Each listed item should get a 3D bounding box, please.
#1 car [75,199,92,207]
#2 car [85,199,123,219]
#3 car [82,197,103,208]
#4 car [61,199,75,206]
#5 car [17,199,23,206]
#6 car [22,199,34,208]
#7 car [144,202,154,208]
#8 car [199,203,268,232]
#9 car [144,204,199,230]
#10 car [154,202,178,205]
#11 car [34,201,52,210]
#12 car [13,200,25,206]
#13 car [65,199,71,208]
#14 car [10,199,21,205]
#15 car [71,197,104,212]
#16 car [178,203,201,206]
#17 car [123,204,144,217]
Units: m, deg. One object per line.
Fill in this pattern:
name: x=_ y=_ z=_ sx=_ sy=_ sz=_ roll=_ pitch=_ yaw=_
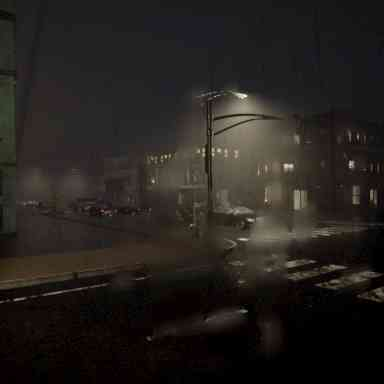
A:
car: x=-21.719 y=2.228 z=66.475 sx=1.887 sy=1.381 sz=4.507 roll=-1 pitch=0 yaw=-36
car: x=-9.224 y=1.847 z=34.583 sx=1.967 sy=1.590 sz=4.097 roll=-1 pitch=0 yaw=-36
car: x=-18.505 y=1.940 z=61.972 sx=2.192 sy=1.841 sz=5.009 roll=-1 pitch=0 yaw=-36
car: x=-28.156 y=2.364 z=75.482 sx=1.947 sy=1.339 sz=4.313 roll=-1 pitch=0 yaw=-36
car: x=-38.194 y=2.380 z=75.109 sx=1.967 sy=1.590 sz=4.097 roll=-1 pitch=0 yaw=-36
car: x=-31.754 y=2.376 z=66.104 sx=2.008 sy=1.369 sz=4.403 roll=-1 pitch=0 yaw=-36
car: x=-5.623 y=1.966 z=43.961 sx=1.802 sy=1.307 sz=4.206 roll=-2 pitch=0 yaw=-36
car: x=2.872 y=1.674 z=21.924 sx=2.128 sy=1.511 sz=4.902 roll=-1 pitch=0 yaw=-33
car: x=-1.250 y=1.815 z=23.224 sx=1.947 sy=1.339 sz=4.313 roll=-2 pitch=0 yaw=-36
car: x=-2.405 y=1.904 z=39.459 sx=1.802 sy=1.307 sz=4.206 roll=-2 pitch=0 yaw=-36
car: x=-25.218 y=2.233 z=56.959 sx=1.752 sy=1.417 sz=4.829 roll=-1 pitch=0 yaw=-36
car: x=-41.411 y=2.548 z=79.613 sx=2.008 sy=1.369 sz=4.403 roll=-1 pitch=0 yaw=-36
car: x=-21.440 y=2.230 z=61.646 sx=1.994 sy=1.385 sz=4.181 roll=-1 pitch=0 yaw=-36
car: x=-44.629 y=2.598 z=84.115 sx=1.887 sy=1.381 sz=4.507 roll=-1 pitch=0 yaw=-36
car: x=-14.932 y=1.748 z=47.101 sx=2.150 sy=2.045 sz=5.566 roll=-1 pitch=0 yaw=-35
car: x=0.813 y=1.810 z=34.955 sx=2.008 sy=1.369 sz=4.403 roll=-2 pitch=0 yaw=-36
car: x=-7.450 y=1.988 z=36.582 sx=1.895 sy=1.301 sz=4.718 roll=-1 pitch=0 yaw=-36
